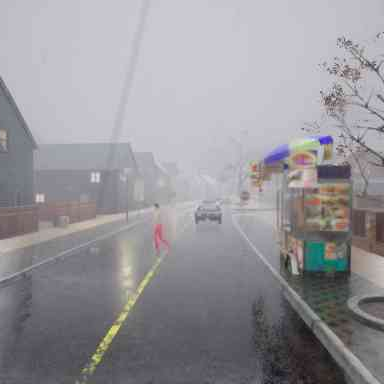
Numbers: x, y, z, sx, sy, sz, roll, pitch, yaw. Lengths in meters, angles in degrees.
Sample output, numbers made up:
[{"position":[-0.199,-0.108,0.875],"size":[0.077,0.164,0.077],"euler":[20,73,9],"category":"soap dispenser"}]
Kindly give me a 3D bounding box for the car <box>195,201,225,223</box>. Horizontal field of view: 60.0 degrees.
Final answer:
[{"position":[1.308,1.592,24.971],"size":[1.895,1.301,4.718],"euler":[0,0,5],"category":"car"}]

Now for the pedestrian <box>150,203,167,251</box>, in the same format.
[{"position":[-1.282,1.288,12.523],"size":[0.375,1.860,0.375],"euler":[-1,1,4],"category":"pedestrian"}]

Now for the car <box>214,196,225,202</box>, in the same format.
[{"position":[6.171,1.558,74.438],"size":[1.895,1.301,4.718],"euler":[0,0,13],"category":"car"}]

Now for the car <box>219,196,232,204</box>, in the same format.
[{"position":[6.286,1.453,60.897],"size":[1.882,1.535,5.008],"euler":[0,0,11],"category":"car"}]

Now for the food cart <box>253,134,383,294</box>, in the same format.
[{"position":[3.296,0.464,9.791],"size":[2.280,3.560,4.660],"euler":[1,1,2],"category":"food cart"}]

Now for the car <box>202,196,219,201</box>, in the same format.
[{"position":[2.974,1.517,59.183],"size":[2.033,1.411,5.357],"euler":[0,0,11],"category":"car"}]
